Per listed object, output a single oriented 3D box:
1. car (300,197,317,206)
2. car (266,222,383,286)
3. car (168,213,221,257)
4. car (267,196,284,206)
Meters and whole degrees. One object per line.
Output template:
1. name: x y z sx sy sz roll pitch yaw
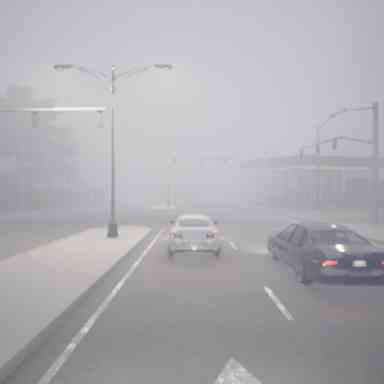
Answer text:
1. car: 18.940 1.590 53.921 1.970 1.475 3.806 0 0 0
2. car: 3.561 1.572 9.549 2.033 1.411 5.357 0 0 0
3. car: 0.078 1.558 12.960 1.812 1.442 4.674 0 0 0
4. car: 13.195 1.427 53.157 2.242 1.667 4.611 0 0 0
